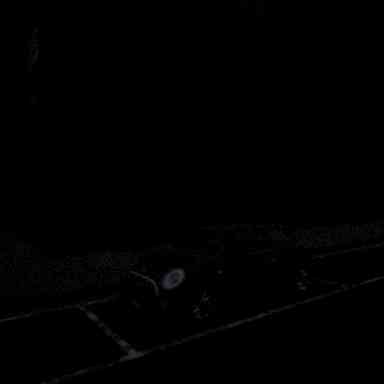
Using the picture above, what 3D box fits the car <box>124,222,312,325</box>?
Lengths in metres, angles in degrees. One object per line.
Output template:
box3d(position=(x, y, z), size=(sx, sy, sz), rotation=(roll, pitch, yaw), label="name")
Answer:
box3d(position=(0.639, 1.418, 6.989), size=(4.097, 1.590, 1.967), rotation=(0, 0, -35), label="car")
